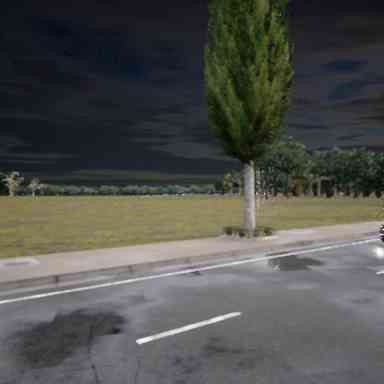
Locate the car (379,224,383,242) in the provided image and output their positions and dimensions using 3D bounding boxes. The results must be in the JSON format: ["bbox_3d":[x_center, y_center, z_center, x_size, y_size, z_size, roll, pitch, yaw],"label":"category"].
[{"bbox_3d":[10.393,1.535,15.117,4.892,1.490,1.837,0,0,-36],"label":"car"}]
